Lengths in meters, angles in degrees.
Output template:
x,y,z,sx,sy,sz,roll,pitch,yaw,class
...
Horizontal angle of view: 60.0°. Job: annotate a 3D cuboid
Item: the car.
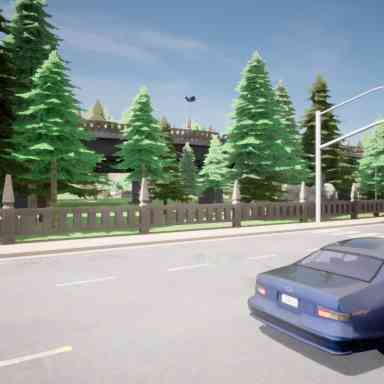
x,y,z,sx,sy,sz,roll,pitch,yaw,class
3.496,1.547,5.918,5.357,1.411,2.033,0,0,-31,car
